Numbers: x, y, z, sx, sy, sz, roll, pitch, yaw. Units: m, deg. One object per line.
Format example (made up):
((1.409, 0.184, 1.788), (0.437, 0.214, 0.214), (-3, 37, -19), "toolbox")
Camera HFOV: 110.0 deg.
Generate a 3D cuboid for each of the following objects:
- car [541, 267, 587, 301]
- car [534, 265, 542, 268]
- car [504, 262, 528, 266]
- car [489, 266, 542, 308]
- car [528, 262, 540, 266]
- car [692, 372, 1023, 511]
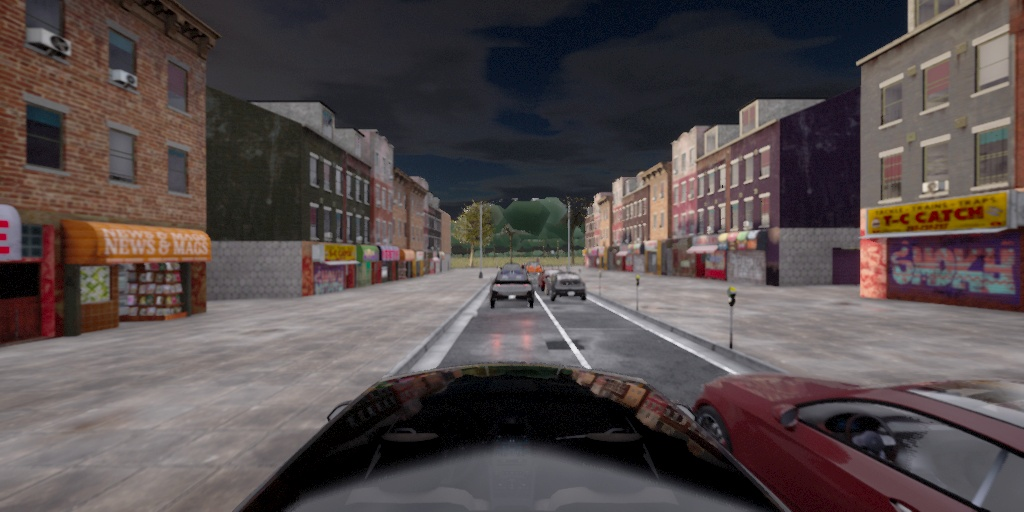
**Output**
((2.640, 1.456, 18.111), (2.007, 1.370, 4.403), (0, 0, 0), "car")
((2.641, 1.503, 23.517), (1.888, 1.381, 4.507), (0, 0, 0), "car")
((0.007, 1.383, 30.915), (2.097, 1.767, 4.553), (0, -1, 0), "car")
((0.006, 1.379, 16.147), (2.128, 1.511, 4.902), (0, 0, 0), "car")
((2.997, 1.581, 48.975), (2.097, 1.767, 4.553), (0, -1, 0), "car")
((2.637, 1.334, 1.893), (1.802, 1.307, 4.207), (0, 0, 0), "car")
